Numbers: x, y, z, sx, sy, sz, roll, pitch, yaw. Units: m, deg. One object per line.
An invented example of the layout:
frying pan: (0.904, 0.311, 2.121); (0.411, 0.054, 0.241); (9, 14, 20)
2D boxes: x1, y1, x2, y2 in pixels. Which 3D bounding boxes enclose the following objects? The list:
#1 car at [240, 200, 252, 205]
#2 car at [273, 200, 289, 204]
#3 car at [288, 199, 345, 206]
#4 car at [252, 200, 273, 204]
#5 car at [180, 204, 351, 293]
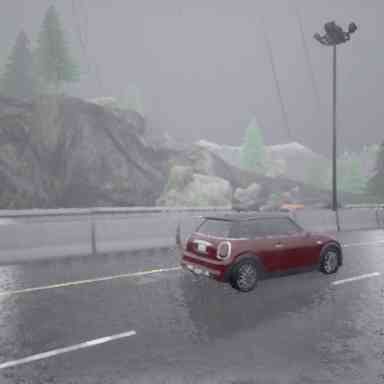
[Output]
car: (6.935, 1.582, 36.046); (5.357, 1.411, 2.033); (0, 0, -26)
car: (9.915, 1.387, 29.666); (4.553, 1.767, 2.097); (0, 0, -25)
car: (10.234, 1.537, 25.940); (4.892, 1.490, 1.837); (0, 0, -26)
car: (8.877, 1.527, 33.056); (4.902, 1.511, 2.128); (0, 0, -25)
car: (2.024, 1.361, 9.098); (4.553, 1.767, 2.097); (0, 0, -33)
